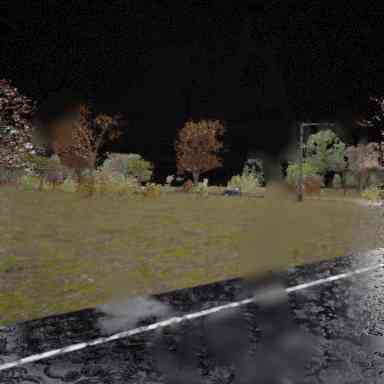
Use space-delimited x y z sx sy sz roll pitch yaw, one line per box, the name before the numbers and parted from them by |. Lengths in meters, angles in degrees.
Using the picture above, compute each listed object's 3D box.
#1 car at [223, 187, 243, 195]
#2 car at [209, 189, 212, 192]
car | 8.158 -0.203 66.668 1.812 1.442 4.674 0 2 -36
car | 2.543 -0.610 74.443 1.812 1.442 4.674 0 2 -36
